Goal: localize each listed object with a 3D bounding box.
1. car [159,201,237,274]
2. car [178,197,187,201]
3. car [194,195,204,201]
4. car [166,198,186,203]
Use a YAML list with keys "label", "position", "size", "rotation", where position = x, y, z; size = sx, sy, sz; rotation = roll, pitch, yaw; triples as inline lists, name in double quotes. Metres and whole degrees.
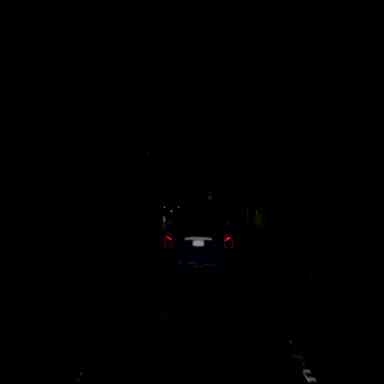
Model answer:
- label: "car"
  position: [0.212, 1.351, 10.741]
  size: [2.097, 1.767, 4.553]
  rotation: [0, 0, 1]
- label: "car"
  position: [-1.730, 1.557, 48.211]
  size: [1.837, 1.490, 4.892]
  rotation: [0, 0, 1]
- label: "car"
  position: [1.470, 1.419, 72.153]
  size: [2.097, 1.767, 4.553]
  rotation: [0, 0, 1]
- label: "car"
  position: [-1.995, 1.596, 35.363]
  size: [1.895, 1.301, 4.718]
  rotation: [0, 0, 1]
